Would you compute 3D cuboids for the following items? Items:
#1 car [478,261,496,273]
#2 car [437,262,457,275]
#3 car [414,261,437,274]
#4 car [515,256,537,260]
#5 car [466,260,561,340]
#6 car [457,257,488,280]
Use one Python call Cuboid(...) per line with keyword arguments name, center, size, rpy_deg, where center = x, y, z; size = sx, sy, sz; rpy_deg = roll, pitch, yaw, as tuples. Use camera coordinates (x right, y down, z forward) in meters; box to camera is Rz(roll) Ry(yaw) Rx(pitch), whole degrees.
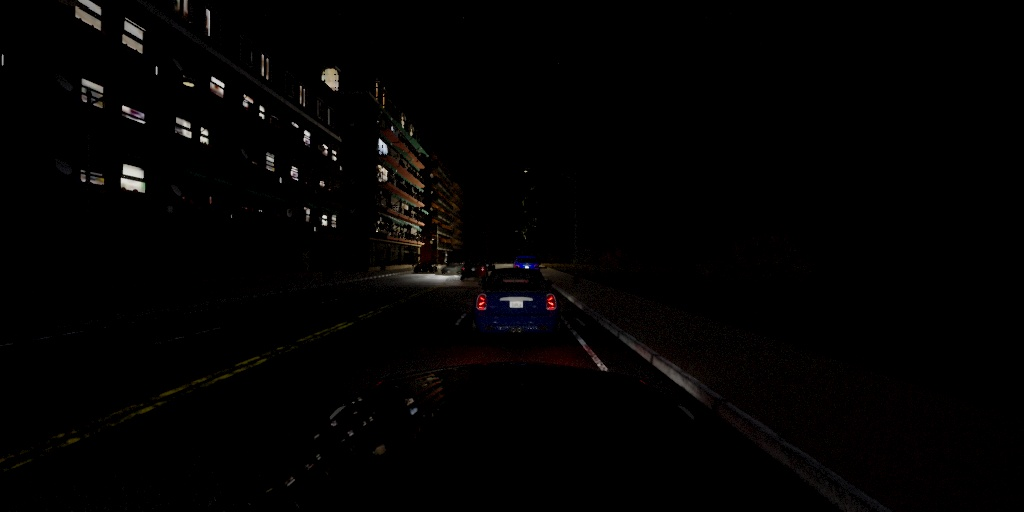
Cuboid(name="car", center=(-3.120, 1.318, 45.111), size=(1.994, 1.385, 4.181), rpy_deg=(0, 0, -1))
Cuboid(name="car", center=(-6.582, 1.354, 39.616), size=(1.895, 1.301, 4.718), rpy_deg=(0, 0, 0))
Cuboid(name="car", center=(-9.831, 1.318, 41.054), size=(1.994, 1.385, 4.181), rpy_deg=(0, 0, 0))
Cuboid(name="car", center=(1.151, 0.979, 30.115), size=(2.150, 2.045, 5.566), rpy_deg=(0, 0, 0))
Cuboid(name="car", center=(0.103, 1.104, 10.162), size=(2.097, 1.767, 4.553), rpy_deg=(0, 0, 0))
Cuboid(name="car", center=(-3.138, 1.109, 31.092), size=(2.097, 1.767, 4.553), rpy_deg=(0, 0, 0))
